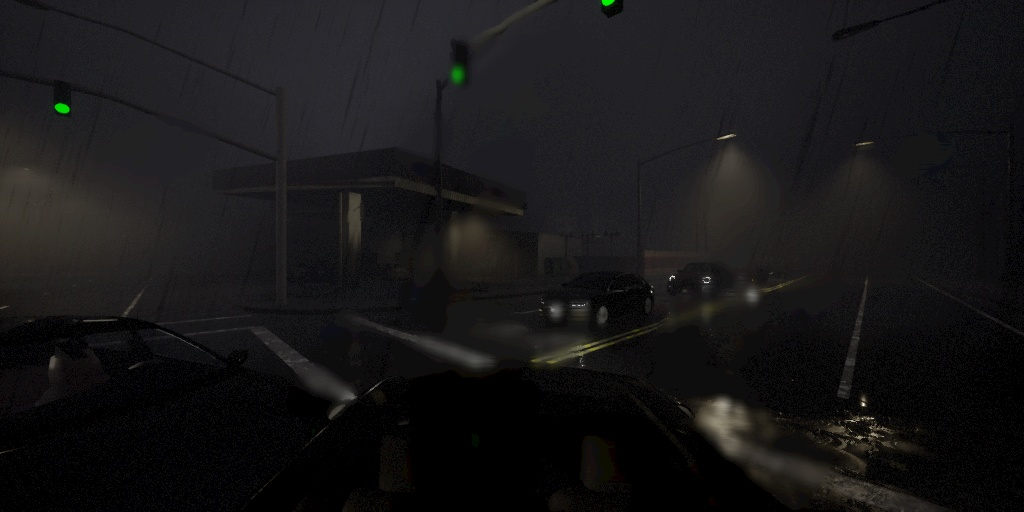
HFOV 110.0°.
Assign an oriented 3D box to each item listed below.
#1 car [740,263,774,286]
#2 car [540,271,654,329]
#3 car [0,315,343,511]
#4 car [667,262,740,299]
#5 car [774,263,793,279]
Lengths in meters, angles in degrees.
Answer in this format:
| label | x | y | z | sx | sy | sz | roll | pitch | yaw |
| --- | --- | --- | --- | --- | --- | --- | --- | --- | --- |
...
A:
| label | x | y | z | sx | sy | sz | roll | pitch | yaw |
| --- | --- | --- | --- | --- | --- | --- | --- | --- | --- |
| car | 16.688 | 1.314 | 25.277 | 1.994 | 1.385 | 4.181 | 0 | 0 | 44 |
| car | 2.900 | 1.255 | 11.543 | 1.837 | 1.490 | 4.892 | 0 | 0 | 45 |
| car | -3.417 | 1.242 | 2.536 | 4.902 | 1.511 | 2.128 | 0 | 0 | 15 |
| car | 9.750 | 1.102 | 18.378 | 4.553 | 1.767 | 2.097 | 0 | 0 | -45 |
| car | 23.833 | 1.314 | 32.319 | 4.181 | 1.385 | 1.994 | 0 | 0 | -44 |
